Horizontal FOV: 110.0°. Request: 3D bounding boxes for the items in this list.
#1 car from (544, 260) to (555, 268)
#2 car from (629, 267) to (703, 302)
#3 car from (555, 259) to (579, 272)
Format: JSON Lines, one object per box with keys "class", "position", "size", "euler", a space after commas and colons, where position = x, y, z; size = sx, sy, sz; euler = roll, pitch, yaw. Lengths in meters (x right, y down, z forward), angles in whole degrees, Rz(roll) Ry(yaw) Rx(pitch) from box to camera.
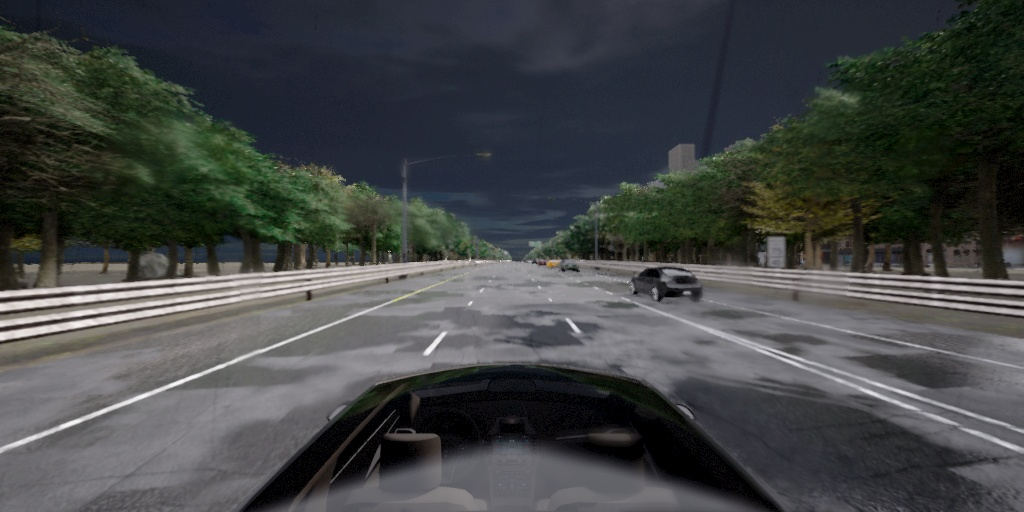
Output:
{"class": "car", "position": [7.099, 1.355, 61.944], "size": [1.882, 1.535, 5.008], "euler": [0, -1, 0]}
{"class": "car", "position": [7.037, 1.252, 16.850], "size": [1.837, 1.490, 4.892], "euler": [0, 0, -1]}
{"class": "car", "position": [7.037, 1.127, 45.327], "size": [2.097, 1.767, 4.553], "euler": [0, 0, 0]}
